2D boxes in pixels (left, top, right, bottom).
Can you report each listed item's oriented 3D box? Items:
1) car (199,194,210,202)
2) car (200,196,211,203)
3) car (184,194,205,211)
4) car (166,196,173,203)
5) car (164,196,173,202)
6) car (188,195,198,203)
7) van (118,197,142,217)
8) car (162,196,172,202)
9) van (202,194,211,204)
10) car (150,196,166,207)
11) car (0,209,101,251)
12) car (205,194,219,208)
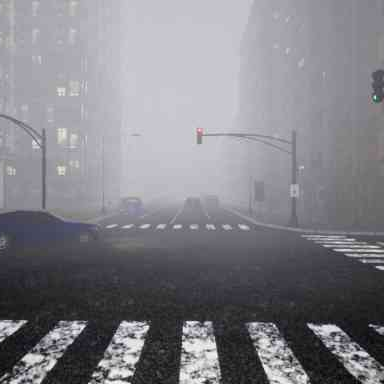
[{"bbox_3d":[2.756,1.349,75.005,2.192,1.841,5.009,0,0,0],"label":"car"},{"bbox_3d":[2.752,1.580,69.454,2.008,1.369,4.403,0,0,0],"label":"car"},{"bbox_3d":[0.133,1.363,40.880,2.097,1.767,4.553,0,0,0],"label":"car"},{"bbox_3d":[-5.629,1.469,69.461,1.967,1.590,4.097,0,0,0],"label":"car"},{"bbox_3d":[-5.619,1.590,80.563,2.008,1.369,4.403,0,0,0],"label":"car"},{"bbox_3d":[0.164,1.506,68.742,1.882,1.535,5.008,0,0,0],"label":"car"},{"bbox_3d":[-5.663,1.347,30.604,1.690,1.788,3.998,0,0,0],"label":"van"},{"bbox_3d":[-5.624,1.559,74.841,1.752,1.417,4.829,0,0,0],"label":"car"},{"bbox_3d":[2.747,1.366,63.904,1.690,1.788,3.998,0,0,0],"label":"van"},{"bbox_3d":[-5.643,1.543,52.638,1.752,1.417,4.829,0,0,0],"label":"car"},{"bbox_3d":[-6.079,1.437,13.373,4.674,1.442,1.812,1,1,-24],"label":"car"},{"bbox_3d":[2.732,1.330,47.251,2.192,1.841,5.009,0,0,0],"label":"car"}]
